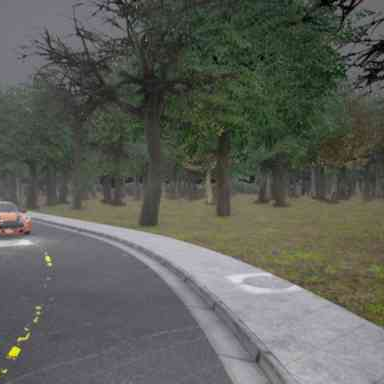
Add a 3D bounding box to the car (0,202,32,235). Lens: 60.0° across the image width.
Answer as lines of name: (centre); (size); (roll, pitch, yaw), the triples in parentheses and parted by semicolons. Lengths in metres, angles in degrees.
car: (-10.100, 1.316, 17.708); (2.097, 1.767, 4.553); (1, -1, -38)
